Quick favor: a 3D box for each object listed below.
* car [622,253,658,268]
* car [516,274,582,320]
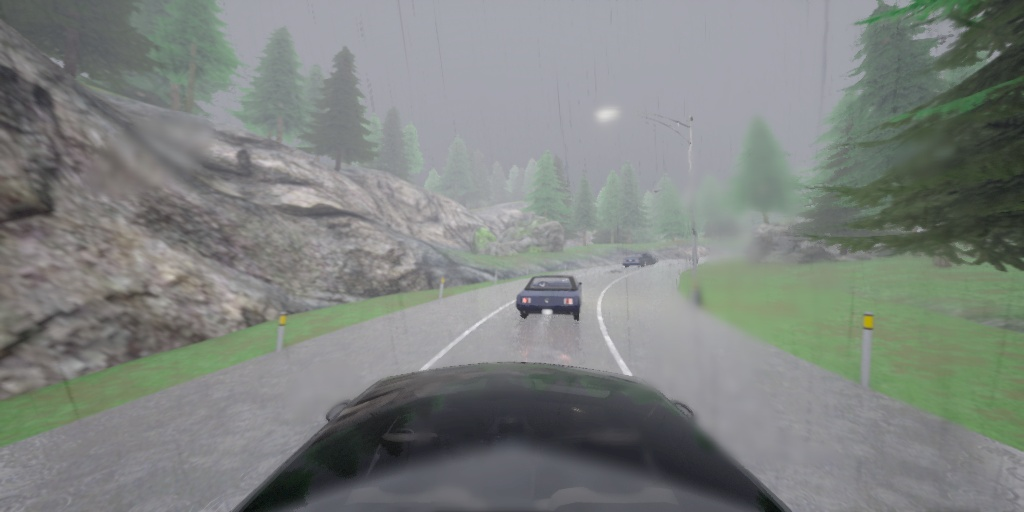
[{"bbox_3d":[12.716,0.378,35.539,2.033,1.411,5.357,-3,1,40],"label":"car"},{"bbox_3d":[1.477,1.284,12.454,1.895,1.301,4.718,0,1,12],"label":"car"}]
